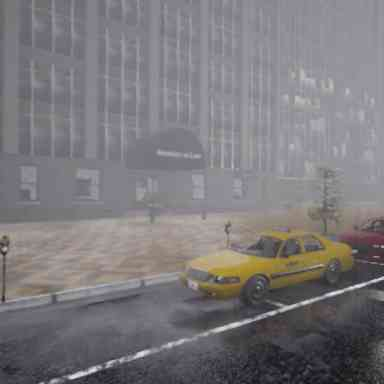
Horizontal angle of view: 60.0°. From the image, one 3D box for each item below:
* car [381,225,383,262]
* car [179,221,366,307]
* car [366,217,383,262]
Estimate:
[{"bbox_3d":[7.288,1.540,8.577,5.357,1.411,2.033,0,0,-36],"label":"car"},{"bbox_3d":[1.992,1.521,7.972,4.829,1.417,1.752,0,1,-36],"label":"car"},{"bbox_3d":[6.724,1.537,11.348,4.507,1.381,1.887,0,1,-36],"label":"car"}]
